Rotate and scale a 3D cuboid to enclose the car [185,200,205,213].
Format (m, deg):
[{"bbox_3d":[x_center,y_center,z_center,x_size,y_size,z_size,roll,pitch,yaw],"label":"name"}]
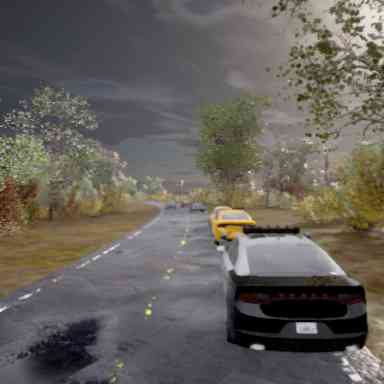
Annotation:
[{"bbox_3d":[0.594,2.038,44.783,2.033,1.411,5.357,-1,-1,-4],"label":"car"}]

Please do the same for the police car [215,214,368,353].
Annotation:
[{"bbox_3d":[1.546,1.479,6.636,1.930,1.638,5.238,-1,-1,3],"label":"police car"}]

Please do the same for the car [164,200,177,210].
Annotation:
[{"bbox_3d":[-3.609,2.188,56.732,1.837,1.490,4.892,-1,-1,-6],"label":"car"}]

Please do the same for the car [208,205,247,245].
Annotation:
[{"bbox_3d":[1.976,1.636,16.594,1.882,1.535,5.008,-1,-1,2],"label":"car"}]

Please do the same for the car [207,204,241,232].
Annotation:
[{"bbox_3d":[2.079,1.681,22.831,1.801,1.575,5.366,-1,-1,0],"label":"car"}]

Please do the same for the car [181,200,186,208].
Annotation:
[{"bbox_3d":[-1.083,2.234,62.345,1.812,1.442,4.674,-1,-1,-7],"label":"car"}]
